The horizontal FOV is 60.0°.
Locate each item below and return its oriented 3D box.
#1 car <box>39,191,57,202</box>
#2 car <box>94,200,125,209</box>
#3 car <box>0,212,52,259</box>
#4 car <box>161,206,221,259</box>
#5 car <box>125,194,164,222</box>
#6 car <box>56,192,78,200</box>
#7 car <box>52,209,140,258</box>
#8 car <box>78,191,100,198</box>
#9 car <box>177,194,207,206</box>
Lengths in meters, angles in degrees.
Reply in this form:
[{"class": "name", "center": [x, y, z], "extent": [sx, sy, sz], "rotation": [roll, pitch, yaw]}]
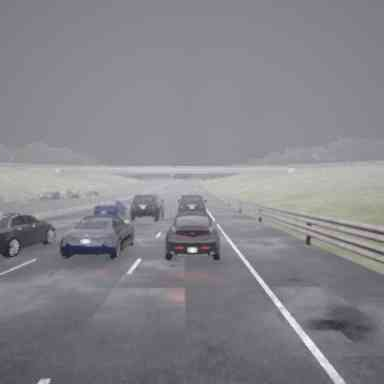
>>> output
[{"class": "car", "center": [-24.564, 0.696, 57.593], "extent": [2.097, 1.767, 4.553], "rotation": [0, 1, 1]}, {"class": "car", "center": [-6.963, 1.409, 28.811], "extent": [1.882, 1.535, 5.008], "rotation": [0, 1, 0]}, {"class": "car", "center": [-6.963, 1.524, 12.742], "extent": [1.837, 1.490, 4.892], "rotation": [0, 0, 1]}, {"class": "car", "center": [0.036, 1.525, 12.683], "extent": [1.837, 1.490, 4.892], "rotation": [0, 0, 1]}, {"class": "car", "center": [-3.486, 1.179, 26.478], "extent": [2.150, 2.045, 5.566], "rotation": [0, 1, 1]}, {"class": "car", "center": [-21.067, 0.835, 57.657], "extent": [2.128, 1.511, 4.902], "rotation": [0, 2, 1]}, {"class": "car", "center": [-3.461, 1.583, 12.892], "extent": [1.994, 1.385, 4.181], "rotation": [0, 0, 1]}, {"class": "car", "center": [-17.570, 0.690, 57.862], "extent": [2.097, 1.767, 4.553], "rotation": [0, 1, 1]}, {"class": "car", "center": [0.016, 1.179, 26.519], "extent": [2.150, 2.045, 5.566], "rotation": [0, 1, 0]}]
